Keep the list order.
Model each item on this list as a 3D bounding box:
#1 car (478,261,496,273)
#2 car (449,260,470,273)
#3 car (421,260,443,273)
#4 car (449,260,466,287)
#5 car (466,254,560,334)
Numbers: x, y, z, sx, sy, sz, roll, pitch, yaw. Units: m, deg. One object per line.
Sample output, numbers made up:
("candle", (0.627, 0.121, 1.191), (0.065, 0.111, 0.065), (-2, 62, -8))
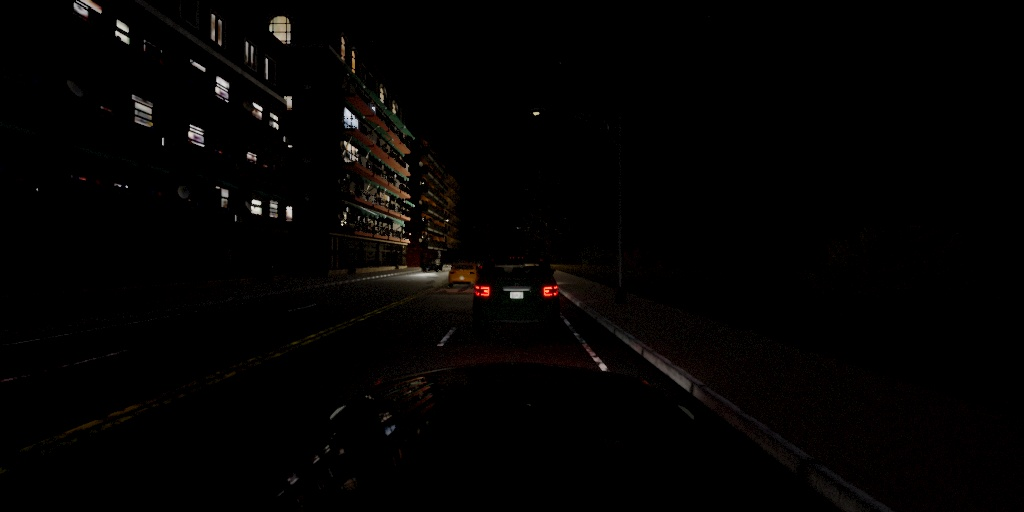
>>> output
("car", (-3.018, 1.351, 44.831), (1.895, 1.301, 4.718), (0, 0, 0))
("car", (-6.468, 1.228, 44.461), (1.882, 1.535, 5.008), (0, 0, 0))
("car", (-9.721, 1.242, 43.808), (2.128, 1.511, 4.902), (0, 0, 0))
("car", (-3.081, 1.230, 24.580), (1.882, 1.535, 5.008), (0, 0, 0))
("car", (0.121, 0.973, 10.733), (2.150, 2.045, 5.566), (0, 0, 0))
